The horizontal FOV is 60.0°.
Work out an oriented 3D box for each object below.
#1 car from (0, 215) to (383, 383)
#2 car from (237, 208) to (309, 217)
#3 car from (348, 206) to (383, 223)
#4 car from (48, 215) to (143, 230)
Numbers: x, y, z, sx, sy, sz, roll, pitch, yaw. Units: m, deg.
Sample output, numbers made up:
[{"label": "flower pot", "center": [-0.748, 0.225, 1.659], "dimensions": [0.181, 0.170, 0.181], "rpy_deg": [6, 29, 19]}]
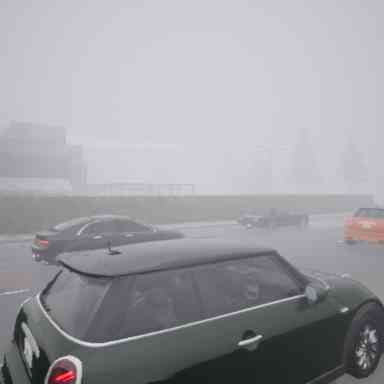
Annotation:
[{"label": "car", "center": [0.366, 1.353, 4.005], "dimensions": [4.553, 1.767, 2.097], "rpy_deg": [0, 0, -35]}, {"label": "car", "center": [5.045, 1.605, 20.228], "dimensions": [4.718, 1.301, 1.895], "rpy_deg": [0, 0, -35]}, {"label": "car", "center": [8.495, 1.356, 14.090], "dimensions": [4.553, 1.767, 2.097], "rpy_deg": [0, 0, -35]}, {"label": "car", "center": [-2.414, 1.506, 10.619], "dimensions": [4.892, 1.490, 1.837], "rpy_deg": [0, 0, -35]}]
